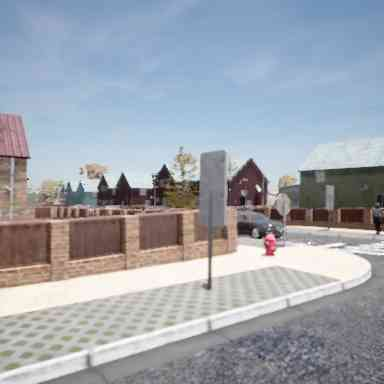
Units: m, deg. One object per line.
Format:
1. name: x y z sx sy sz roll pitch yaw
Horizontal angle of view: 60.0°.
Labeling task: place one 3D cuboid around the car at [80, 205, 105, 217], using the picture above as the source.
1. car: -14.866 2.759 49.447 2.097 1.767 4.553 2 -3 -36

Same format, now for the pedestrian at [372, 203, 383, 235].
1. pedestrian: 10.670 1.520 19.086 0.375 1.860 0.375 0 0 -36

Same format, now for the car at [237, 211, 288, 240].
1. car: 3.259 1.867 19.286 1.837 1.490 4.892 2 -3 -35

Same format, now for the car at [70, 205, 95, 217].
1. car: -14.339 2.706 43.759 1.837 1.490 4.892 2 -3 -35

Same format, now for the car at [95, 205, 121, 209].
1. car: -8.260 2.387 35.278 1.882 1.535 5.008 2 -3 -35

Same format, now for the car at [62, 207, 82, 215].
1. car: -20.836 3.293 57.688 1.895 1.301 4.718 2 -3 -36

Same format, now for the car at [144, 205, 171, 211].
1. car: -2.458 1.986 27.244 2.097 1.767 4.553 2 -3 -36
